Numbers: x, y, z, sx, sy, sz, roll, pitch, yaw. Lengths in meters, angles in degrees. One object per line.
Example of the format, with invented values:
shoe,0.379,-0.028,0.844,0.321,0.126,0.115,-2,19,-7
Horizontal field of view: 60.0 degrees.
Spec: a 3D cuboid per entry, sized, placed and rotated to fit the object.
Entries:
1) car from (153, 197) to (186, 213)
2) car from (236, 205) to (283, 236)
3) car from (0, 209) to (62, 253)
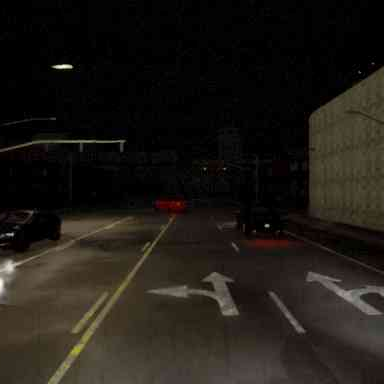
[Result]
car,-2.584,1.313,36.684,2.097,1.767,4.553,-1,0,-32
car,3.597,1.458,18.409,1.882,1.535,5.008,0,0,0
car,-7.017,1.478,13.671,2.128,1.511,4.902,0,0,0
